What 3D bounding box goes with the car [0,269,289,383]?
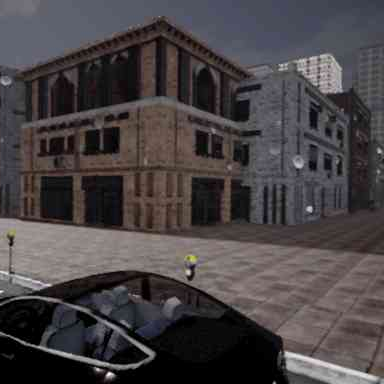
[{"bbox_3d":[-1.138,1.571,3.637,4.313,1.339,1.947,0,1,36],"label":"car"}]
